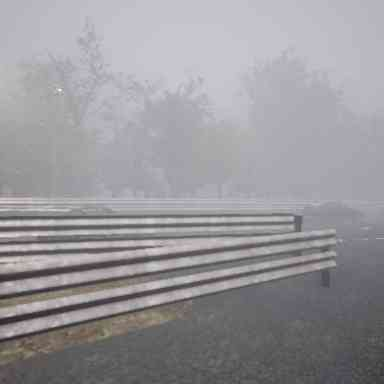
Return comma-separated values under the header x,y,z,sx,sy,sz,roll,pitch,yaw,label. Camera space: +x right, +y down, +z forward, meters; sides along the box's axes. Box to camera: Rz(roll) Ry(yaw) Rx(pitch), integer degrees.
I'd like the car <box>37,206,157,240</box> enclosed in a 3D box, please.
x,y,z,sx,sy,sz,roll,pitch,yaw,label
-3.433,1.203,12.306,4.181,1.385,1.994,1,0,-20,car

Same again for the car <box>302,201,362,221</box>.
x,y,z,sx,sy,sz,roll,pitch,yaw,label
10.379,1.371,24.707,4.674,1.442,1.812,1,0,-20,car
